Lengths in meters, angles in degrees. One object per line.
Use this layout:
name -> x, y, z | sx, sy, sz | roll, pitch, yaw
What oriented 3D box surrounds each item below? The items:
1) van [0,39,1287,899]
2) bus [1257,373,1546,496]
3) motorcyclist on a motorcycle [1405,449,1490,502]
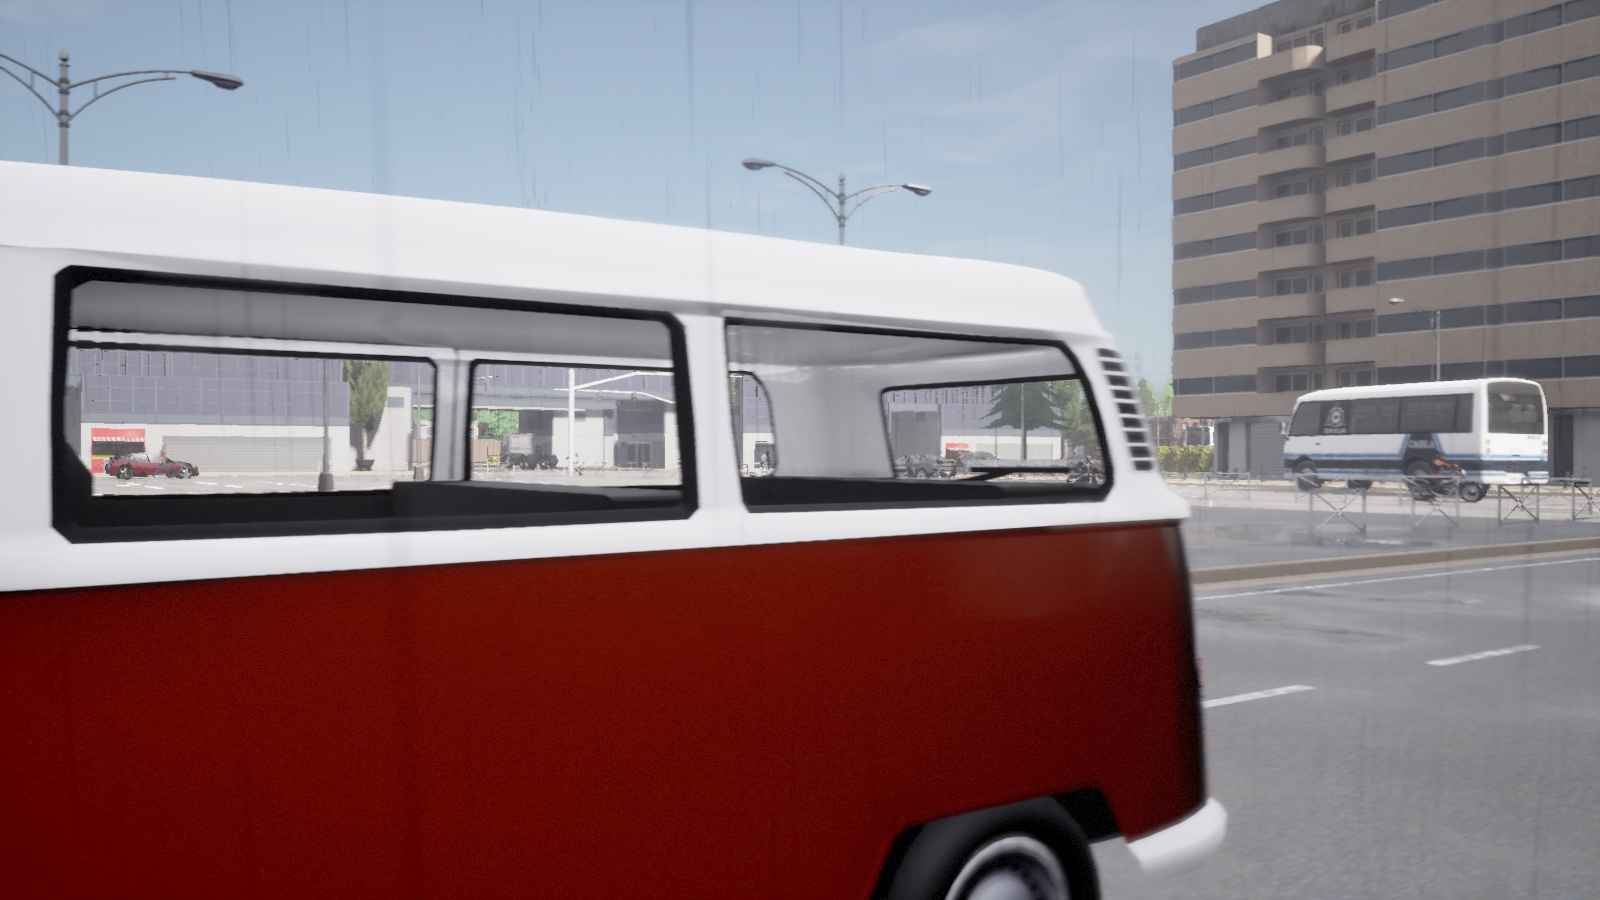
van -> -1.157, 0.478, 2.855 | 4.480, 2.038, 2.069 | 0, 0, -35
bus -> 23.029, -0.504, 49.034 | 3.944, 4.253, 10.273 | 1, 0, -21
motorcyclist on a motorcycle -> 20.837, 0.806, 40.487 | 0.766, 1.649, 2.350 | 0, 0, -35
